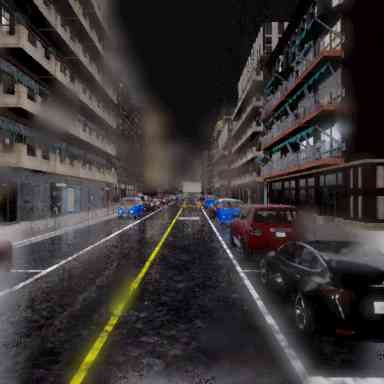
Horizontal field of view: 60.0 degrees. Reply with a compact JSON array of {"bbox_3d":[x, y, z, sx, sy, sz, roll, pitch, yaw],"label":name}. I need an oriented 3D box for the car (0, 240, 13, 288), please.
[{"bbox_3d":[-5.306,1.546,6.466,1.887,1.381,4.507,1,0,0],"label":"car"}]

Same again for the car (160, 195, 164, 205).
[{"bbox_3d":[-5.306,1.532,45.139,1.752,1.417,4.829,1,0,0],"label":"car"}]

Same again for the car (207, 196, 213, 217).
[{"bbox_3d":[2.575,1.445,28.681,1.967,1.590,4.097,1,0,0],"label":"car"}]

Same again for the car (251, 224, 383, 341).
[{"bbox_3d":[2.574,1.567,6.485,1.947,1.339,4.313,1,0,0],"label":"car"}]

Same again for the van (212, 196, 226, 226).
[{"bbox_3d":[2.576,1.346,23.133,1.690,1.788,3.998,1,0,0],"label":"van"}]

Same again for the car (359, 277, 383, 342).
[{"bbox_3d":[2.574,1.545,0.936,1.887,1.381,4.507,1,0,0],"label":"car"}]

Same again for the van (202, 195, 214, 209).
[{"bbox_3d":[2.576,1.347,45.329,1.690,1.788,3.998,1,0,0],"label":"van"}]

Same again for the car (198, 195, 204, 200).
[{"bbox_3d":[2.574,1.527,95.441,1.752,1.417,4.829,1,0,0],"label":"car"}]

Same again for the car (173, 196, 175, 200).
[{"bbox_3d":[-5.303,1.321,67.506,2.192,1.841,5.009,1,0,0],"label":"car"}]

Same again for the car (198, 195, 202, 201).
[{"bbox_3d":[2.575,1.444,84.173,1.967,1.590,4.097,1,0,0],"label":"car"}]

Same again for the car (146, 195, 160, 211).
[{"bbox_3d":[-5.305,1.446,39.760,1.967,1.590,4.097,1,0,0],"label":"car"}]

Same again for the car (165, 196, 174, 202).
[{"bbox_3d":[-5.307,1.587,78.603,1.802,1.307,4.206,1,0,0],"label":"car"}]

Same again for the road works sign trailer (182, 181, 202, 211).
[{"bbox_3d":[0.011,0.467,41.129,2.380,3.560,2.880,0,0,0],"label":"road works sign trailer"}]

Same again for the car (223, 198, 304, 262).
[{"bbox_3d":[2.577,1.317,12.034,2.192,1.841,5.009,1,0,0],"label":"car"}]

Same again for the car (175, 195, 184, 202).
[{"bbox_3d":[-2.750,1.424,75.919,2.128,1.511,4.902,0,0,0],"label":"car"}]

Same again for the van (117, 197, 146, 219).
[{"bbox_3d":[-5.304,1.346,28.662,1.690,1.788,3.998,1,0,0],"label":"van"}]

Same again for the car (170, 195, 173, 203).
[{"bbox_3d":[-5.303,1.321,61.956,2.192,1.841,5.009,1,0,0],"label":"car"}]

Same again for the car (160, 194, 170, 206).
[{"bbox_3d":[-5.305,1.446,56.407,1.967,1.590,4.097,1,0,0],"label":"car"}]

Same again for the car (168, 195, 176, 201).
[{"bbox_3d":[-5.306,1.529,89.531,1.752,1.417,4.829,1,0,0],"label":"car"}]
